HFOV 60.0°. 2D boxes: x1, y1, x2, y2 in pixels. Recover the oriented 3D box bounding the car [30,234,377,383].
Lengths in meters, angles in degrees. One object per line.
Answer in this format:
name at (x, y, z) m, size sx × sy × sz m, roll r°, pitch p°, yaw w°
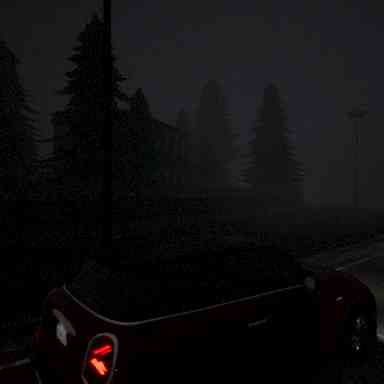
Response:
car at (0.483, 1.354, 4.386) m, size 4.553 × 1.767 × 2.097 m, roll 0°, pitch 0°, yaw -37°
